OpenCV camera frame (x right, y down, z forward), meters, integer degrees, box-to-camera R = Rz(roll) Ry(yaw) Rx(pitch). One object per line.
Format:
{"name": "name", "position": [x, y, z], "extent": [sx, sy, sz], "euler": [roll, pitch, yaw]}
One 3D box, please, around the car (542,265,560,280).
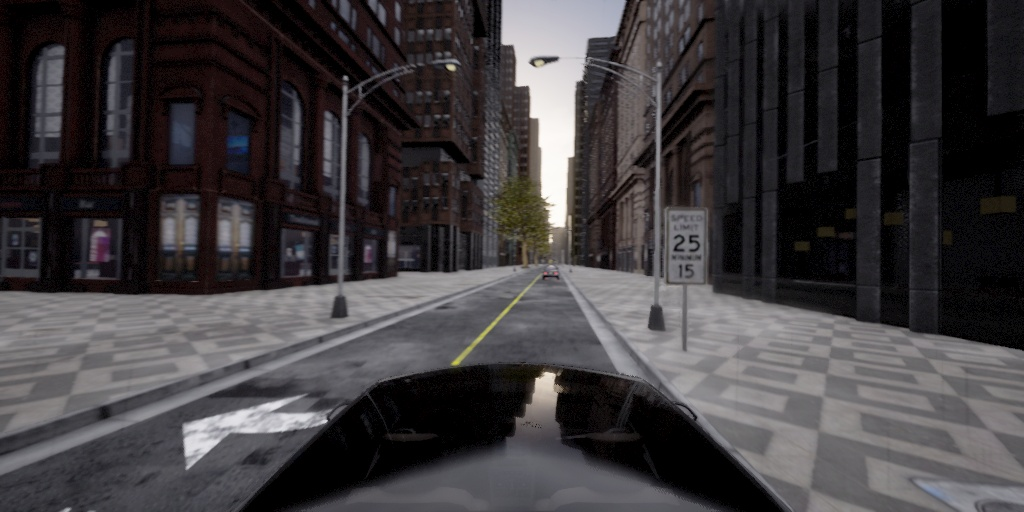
{"name": "car", "position": [4.241, 1.847, 38.997], "extent": [2.033, 1.411, 5.357], "euler": [1, -1, 7]}
